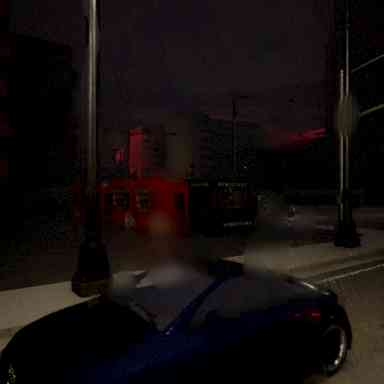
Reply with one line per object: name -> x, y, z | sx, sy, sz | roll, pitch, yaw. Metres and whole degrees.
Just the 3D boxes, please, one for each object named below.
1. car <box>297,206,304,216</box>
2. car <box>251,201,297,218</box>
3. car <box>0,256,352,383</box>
car -> 9.377, 1.706, 34.560 | 1.812, 1.442, 4.674 | 0, -1, -35
car -> 6.932, 1.719, 31.971 | 2.033, 1.411, 5.357 | 0, -1, -36
car -> 0.050, 1.564, 4.014 | 4.181, 1.385, 1.994 | 0, 0, -35
